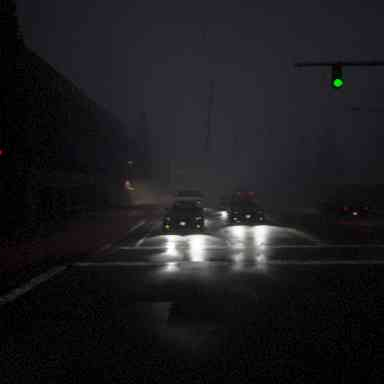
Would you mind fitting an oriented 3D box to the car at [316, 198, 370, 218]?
[{"bbox_3d":[10.410,1.039,23.365,1.895,1.301,4.718,-1,1,1],"label":"car"}]

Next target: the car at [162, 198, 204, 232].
[{"bbox_3d":[-0.391,1.241,17.356,1.994,1.385,4.181,-1,1,1],"label":"car"}]

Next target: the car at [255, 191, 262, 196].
[{"bbox_3d":[10.936,0.382,58.670,1.895,1.301,4.718,-1,1,1],"label":"car"}]

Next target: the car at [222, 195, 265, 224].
[{"bbox_3d":[3.164,1.141,20.515,1.994,1.385,4.181,-1,1,1],"label":"car"}]

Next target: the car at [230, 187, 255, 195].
[{"bbox_3d":[7.243,0.243,47.980,2.150,2.045,5.566,-1,1,1],"label":"car"}]

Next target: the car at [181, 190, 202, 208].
[{"bbox_3d":[0.007,0.671,36.469,2.097,1.767,4.553,-1,1,2],"label":"car"}]

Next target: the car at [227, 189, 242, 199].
[{"bbox_3d":[7.429,0.320,58.359,2.128,1.511,4.902,-1,1,1],"label":"car"}]

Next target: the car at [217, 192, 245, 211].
[{"bbox_3d":[3.367,0.953,30.543,1.994,1.385,4.181,-1,1,1],"label":"car"}]

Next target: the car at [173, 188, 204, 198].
[{"bbox_3d":[-0.221,0.724,26.669,2.150,2.045,5.566,-1,1,1],"label":"car"}]
